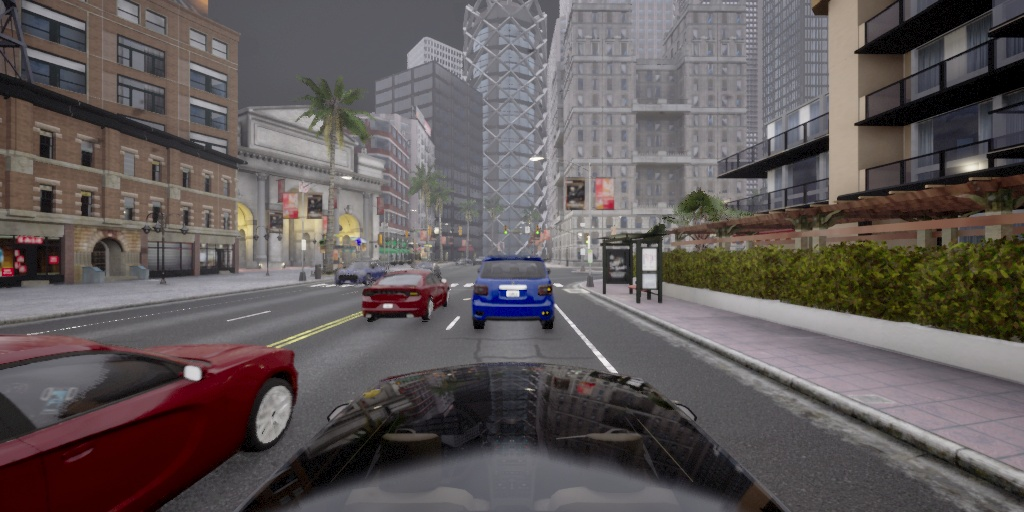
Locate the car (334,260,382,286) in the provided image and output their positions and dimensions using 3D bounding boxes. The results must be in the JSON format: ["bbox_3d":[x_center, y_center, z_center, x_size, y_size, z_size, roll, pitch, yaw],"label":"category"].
[{"bbox_3d":[-10.600,1.102,25.352,2.097,1.767,4.553,0,0,0],"label":"car"}]

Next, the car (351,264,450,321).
[{"bbox_3d":[-3.433,1.227,12.447,1.882,1.535,5.008,0,0,0],"label":"car"}]

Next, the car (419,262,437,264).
[{"bbox_3d":[-7.100,1.241,29.704,2.128,1.511,4.902,0,0,0],"label":"car"}]

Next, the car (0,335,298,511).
[{"bbox_3d":[-3.391,1.228,2.115,1.882,1.535,5.008,0,0,0],"label":"car"}]

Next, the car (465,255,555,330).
[{"bbox_3d":[0.056,0.973,11.212,2.150,2.045,5.566,0,0,1],"label":"car"}]
